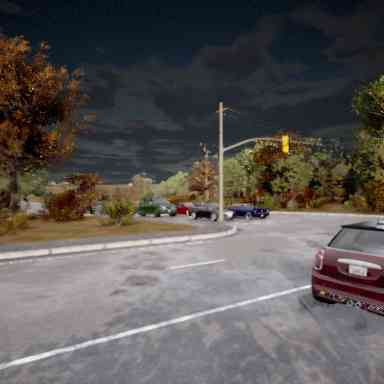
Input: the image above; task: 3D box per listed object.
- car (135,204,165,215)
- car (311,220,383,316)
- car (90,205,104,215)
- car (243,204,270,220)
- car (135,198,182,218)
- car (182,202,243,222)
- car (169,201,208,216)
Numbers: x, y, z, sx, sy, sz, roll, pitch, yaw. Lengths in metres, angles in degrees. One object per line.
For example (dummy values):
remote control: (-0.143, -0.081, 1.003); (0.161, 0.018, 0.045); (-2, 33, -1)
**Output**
car: (-5.836, 2.443, 45.627); (2.033, 1.411, 5.357); (0, -3, -33)
car: (4.539, 1.349, 6.882); (4.553, 1.767, 2.097); (0, 0, -36)
car: (-14.657, 2.808, 52.914); (2.097, 1.767, 4.553); (0, -3, -32)
car: (4.622, 1.716, 29.447); (1.895, 1.301, 4.718); (0, -1, -33)
car: (-3.755, 1.664, 35.956); (2.150, 2.045, 5.566); (0, -2, -32)
car: (1.609, 1.610, 27.652); (2.128, 1.511, 4.902); (0, -1, -33)
car: (-0.492, 1.894, 37.355); (1.882, 1.535, 5.008); (0, -2, -33)
